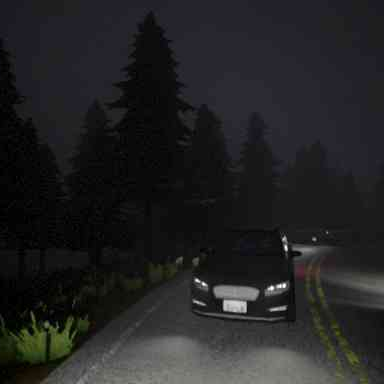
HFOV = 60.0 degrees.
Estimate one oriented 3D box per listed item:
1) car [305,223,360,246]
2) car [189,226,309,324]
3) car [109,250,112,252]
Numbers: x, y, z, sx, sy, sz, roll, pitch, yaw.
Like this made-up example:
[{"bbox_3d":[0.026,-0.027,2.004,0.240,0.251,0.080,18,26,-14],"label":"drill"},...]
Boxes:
[{"bbox_3d":[8.331,2.488,20.024,1.895,1.301,4.718,-4,-8,44],"label":"car"},{"bbox_3d":[1.356,1.572,7.525,2.128,1.511,4.902,-1,-2,16],"label":"car"},{"bbox_3d":[-18.351,13.764,74.396,4.181,1.381,1.994,-3,-5,32],"label":"car"}]
